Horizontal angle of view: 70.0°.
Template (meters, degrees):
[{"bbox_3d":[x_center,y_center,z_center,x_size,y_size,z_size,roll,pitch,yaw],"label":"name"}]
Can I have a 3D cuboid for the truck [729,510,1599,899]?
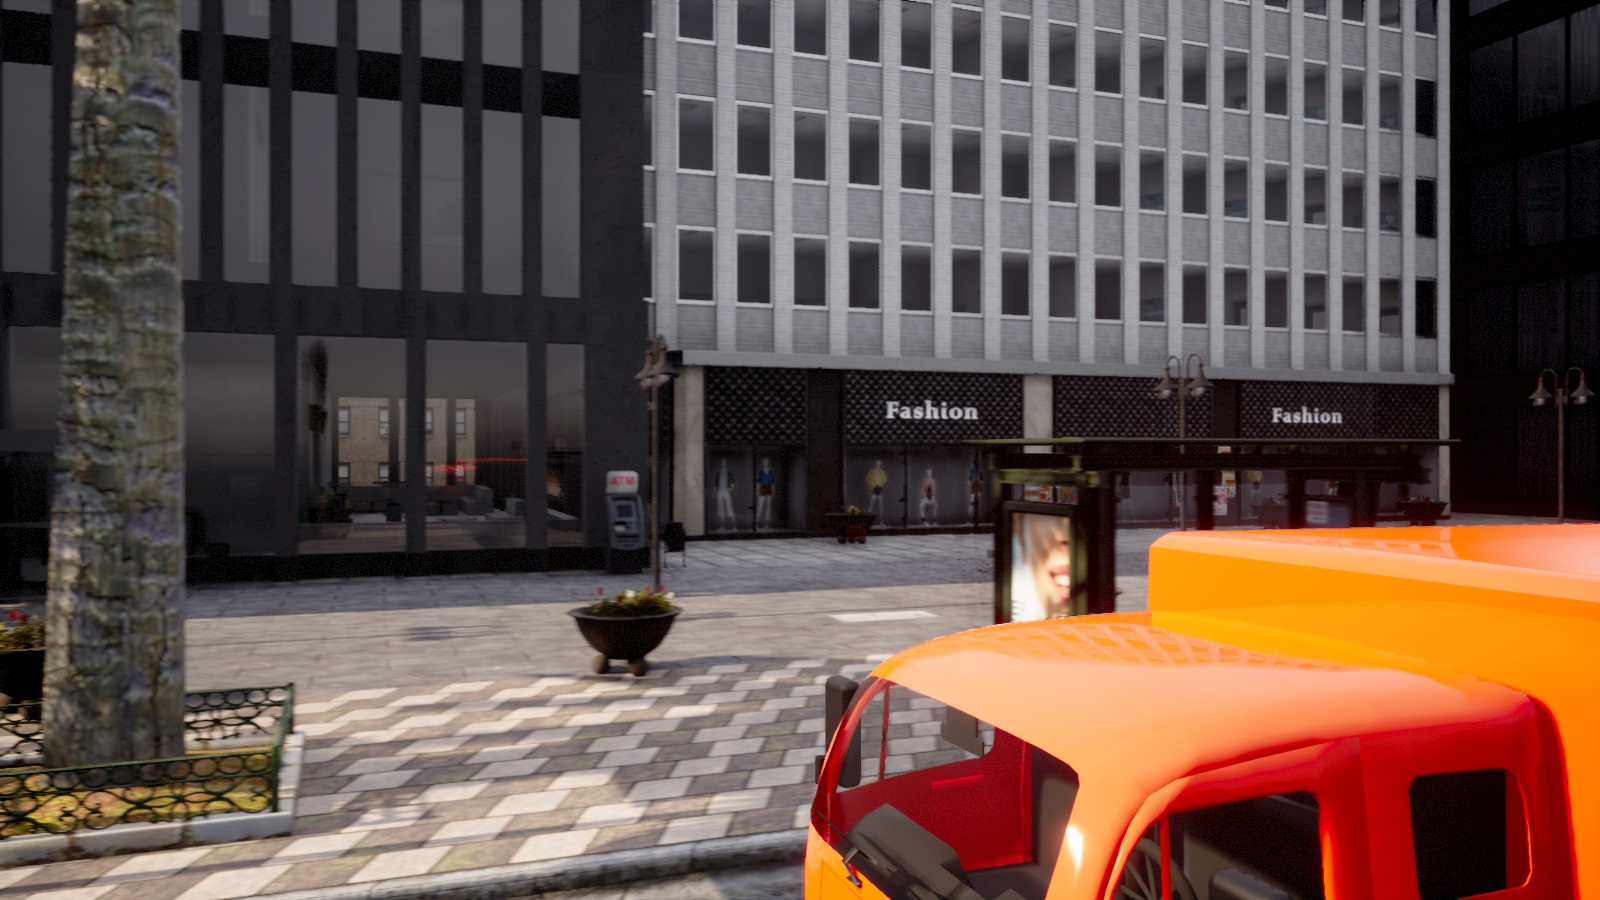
[{"bbox_3d":[2.608,1.568,4.278,5.204,2.467,2.627,0,0,-20],"label":"truck"}]
